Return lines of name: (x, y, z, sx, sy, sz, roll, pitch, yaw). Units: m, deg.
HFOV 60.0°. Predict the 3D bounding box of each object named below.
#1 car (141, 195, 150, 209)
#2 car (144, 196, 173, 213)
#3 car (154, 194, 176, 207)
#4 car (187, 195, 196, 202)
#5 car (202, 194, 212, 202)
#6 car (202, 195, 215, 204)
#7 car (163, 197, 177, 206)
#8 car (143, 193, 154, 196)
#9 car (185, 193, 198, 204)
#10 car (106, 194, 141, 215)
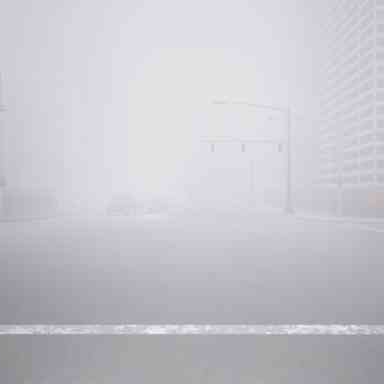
car: (-7.191, 1.547, 44.759, 2.033, 1.411, 5.357, 0, 0, 0)
car: (-3.676, 1.492, 37.430, 2.128, 1.511, 4.902, 0, 0, 0)
car: (-3.690, 1.352, 46.646, 2.097, 1.767, 4.553, 0, 0, 0)
car: (-0.150, 1.382, 74.397, 1.994, 1.385, 4.181, 0, 0, 0)
car: (3.353, 1.355, 74.548, 2.097, 1.767, 4.553, 0, 0, 0)
car: (3.466, 1.526, 64.646, 1.812, 1.442, 4.674, 0, 0, 0)
car: (-3.701, 1.564, 56.459, 1.994, 1.385, 4.181, 0, 0, 0)
car: (-7.200, 1.221, 55.283, 2.150, 2.045, 5.566, 0, 0, 0)
car: (-0.128, 1.221, 63.726, 2.150, 2.045, 5.566, 0, 0, 0)
car: (-7.152, 1.221, 34.507, 2.150, 2.045, 5.566, 0, 0, 2)
